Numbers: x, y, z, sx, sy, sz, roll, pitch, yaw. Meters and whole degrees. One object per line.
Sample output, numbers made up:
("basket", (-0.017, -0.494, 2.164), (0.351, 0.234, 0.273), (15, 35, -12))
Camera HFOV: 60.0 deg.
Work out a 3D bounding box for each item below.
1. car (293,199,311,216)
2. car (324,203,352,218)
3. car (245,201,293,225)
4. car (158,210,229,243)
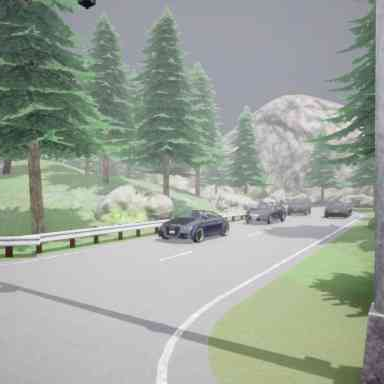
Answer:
("car", (10.855, 1.537, 33.510), (1.837, 1.490, 4.892), (0, 0, 26))
("car", (13.467, 1.659, 30.567), (1.994, 1.385, 4.181), (0, -1, 30))
("car", (5.560, 1.516, 24.772), (2.128, 1.511, 4.902), (0, 0, 33))
("car", (0.192, 1.581, 16.400), (1.994, 1.385, 4.181), (0, 0, 33))
